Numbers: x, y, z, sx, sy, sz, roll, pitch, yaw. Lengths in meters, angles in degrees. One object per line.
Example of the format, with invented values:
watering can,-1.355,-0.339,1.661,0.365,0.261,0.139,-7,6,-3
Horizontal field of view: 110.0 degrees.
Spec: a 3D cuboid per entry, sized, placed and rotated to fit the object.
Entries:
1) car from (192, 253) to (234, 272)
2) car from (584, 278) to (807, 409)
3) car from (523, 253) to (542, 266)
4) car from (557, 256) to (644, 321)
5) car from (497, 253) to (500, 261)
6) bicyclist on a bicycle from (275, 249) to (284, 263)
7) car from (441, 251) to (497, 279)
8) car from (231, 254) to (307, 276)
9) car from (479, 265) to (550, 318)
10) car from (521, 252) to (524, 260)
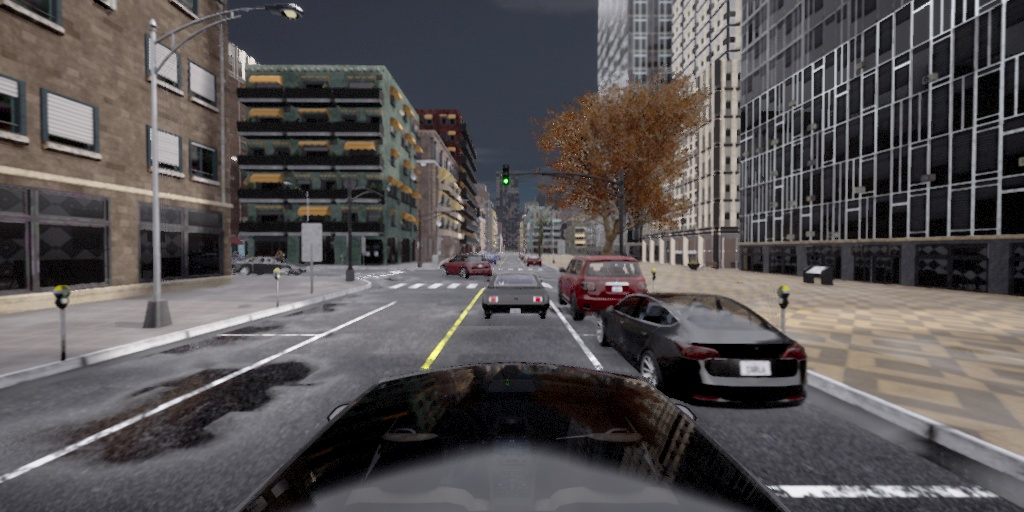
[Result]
car,-21.549,0.520,27.066,4.902,1.511,2.128,1,1,-1
car,2.691,1.239,6.056,1.948,1.339,4.313,0,0,0
car,2.688,0.565,43.961,1.888,1.381,4.507,0,0,0
car,2.691,0.891,11.579,2.192,1.841,5.009,0,0,0
car,-3.085,0.392,50.314,1.882,1.535,5.008,0,1,0
bicyclist on a bicycle,-23.171,0.164,35.784,0.582,1.620,1.656,1,1,-1
car,-3.479,0.669,26.458,2.097,1.767,4.553,-1,1,-37
car,-16.437,0.691,24.544,4.403,1.370,2.007,0,0,-1
car,0.099,1.171,11.967,1.895,1.301,4.718,0,1,0
car,2.687,0.361,55.195,1.751,1.417,4.829,0,0,0
